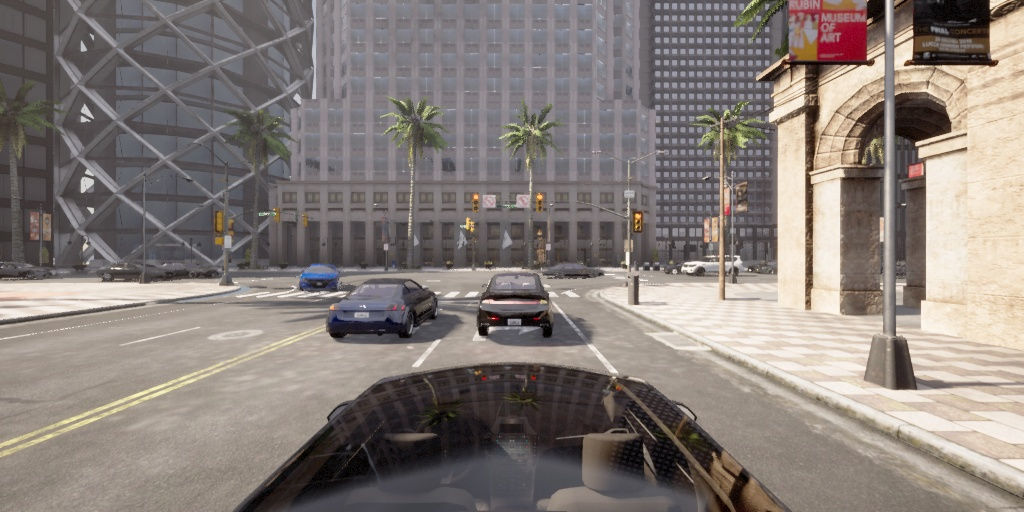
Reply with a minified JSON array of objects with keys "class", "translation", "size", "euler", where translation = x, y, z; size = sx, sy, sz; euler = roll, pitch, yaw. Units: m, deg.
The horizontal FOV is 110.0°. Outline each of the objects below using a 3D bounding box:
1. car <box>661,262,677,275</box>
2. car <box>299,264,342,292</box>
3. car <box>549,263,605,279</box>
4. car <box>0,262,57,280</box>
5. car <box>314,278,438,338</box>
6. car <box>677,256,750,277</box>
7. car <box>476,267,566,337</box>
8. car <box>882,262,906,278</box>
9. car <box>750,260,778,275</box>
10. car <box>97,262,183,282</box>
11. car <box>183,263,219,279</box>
[{"class":"car","translation":[18.872,1.255,39.250],"size":[4.892,1.490,1.837],"euler":[0,0,0]},{"class":"car","translation":[-11.387,1.228,21.508],"size":[1.882,1.535,5.008],"euler":[1,-1,-25]},{"class":"car","translation":[5.461,1.297,32.097],"size":[5.357,1.411,2.033],"euler":[0,0,0]},{"class":"car","translation":[-41.232,1.243,29.571],"size":[4.902,1.511,2.128],"euler":[0,0,-23]},{"class":"car","translation":[-3.415,1.314,10.183],"size":[1.994,1.385,4.181],"euler":[0,0,0]},{"class":"car","translation":[19.991,0.972,35.747],"size":[5.566,2.045,2.150],"euler":[0,0,0]},{"class":"car","translation":[0.121,1.242,10.313],"size":[2.128,1.511,4.902],"euler":[0,0,2]},{"class":"car","translation":[36.820,1.241,31.981],"size":[4.902,1.511,2.128],"euler":[0,0,0]},{"class":"car","translation":[28.835,1.314,39.207],"size":[4.181,1.385,1.994],"euler":[0,0,0]},{"class":"car","translation":[-29.686,1.253,28.434],"size":[4.892,1.490,1.837],"euler":[1,0,-4]},{"class":"car","translation":[-29.439,1.297,31.991],"size":[5.357,1.411,2.033],"euler":[0,0,-3]}]
